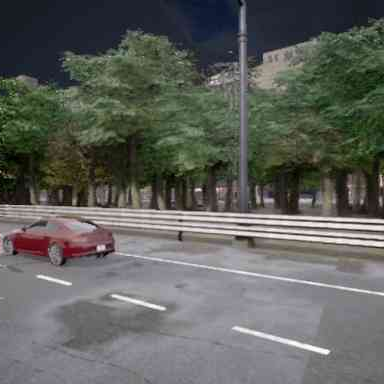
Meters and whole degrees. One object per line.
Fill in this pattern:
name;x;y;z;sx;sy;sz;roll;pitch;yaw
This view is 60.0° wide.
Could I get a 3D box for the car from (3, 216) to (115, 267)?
car;-4.640;1.549;11.481;4.674;1.442;1.812;0;0;36
